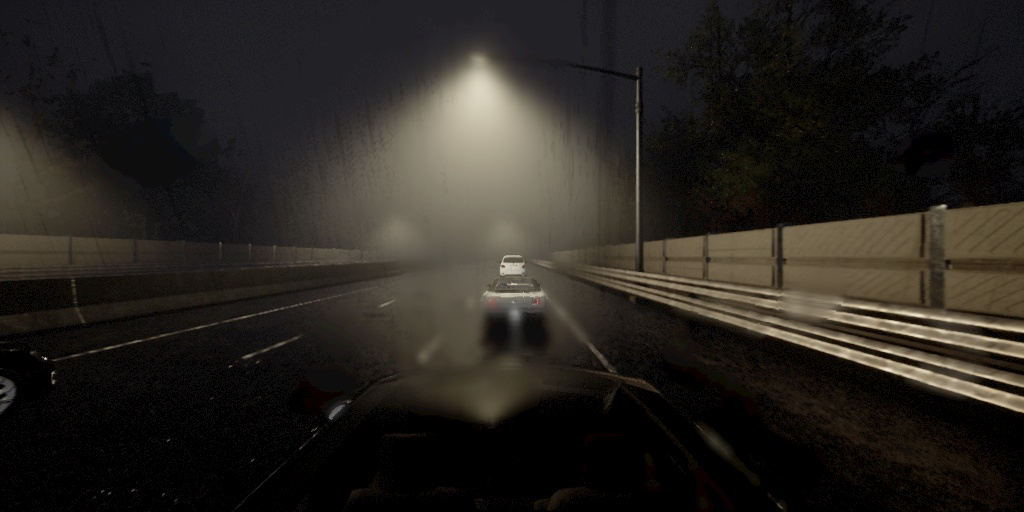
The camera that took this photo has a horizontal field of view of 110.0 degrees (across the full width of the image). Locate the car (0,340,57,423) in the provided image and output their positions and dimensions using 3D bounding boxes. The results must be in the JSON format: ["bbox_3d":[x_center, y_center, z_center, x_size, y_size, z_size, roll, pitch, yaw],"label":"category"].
[{"bbox_3d":[-6.900,1.253,2.614,1.837,1.490,4.892,0,-1,0],"label":"car"}]

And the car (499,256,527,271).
[{"bbox_3d":[0.103,0.985,30.673,2.150,2.045,5.566,0,0,0],"label":"car"}]

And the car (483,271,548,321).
[{"bbox_3d":[0.102,1.355,12.411,1.895,1.301,4.718,0,0,0],"label":"car"}]
